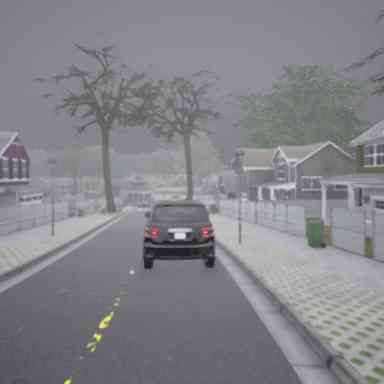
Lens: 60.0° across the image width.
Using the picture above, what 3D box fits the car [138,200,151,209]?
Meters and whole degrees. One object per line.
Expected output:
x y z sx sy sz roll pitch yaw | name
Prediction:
-7.924 2.071 55.932 1.994 1.385 4.181 0 -1 -6 | car

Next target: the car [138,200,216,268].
-0.499 1.284 11.675 2.150 2.045 5.566 0 0 -4 | car

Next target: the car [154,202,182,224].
-2.071 1.672 27.742 2.128 1.511 4.902 0 0 -5 | car
